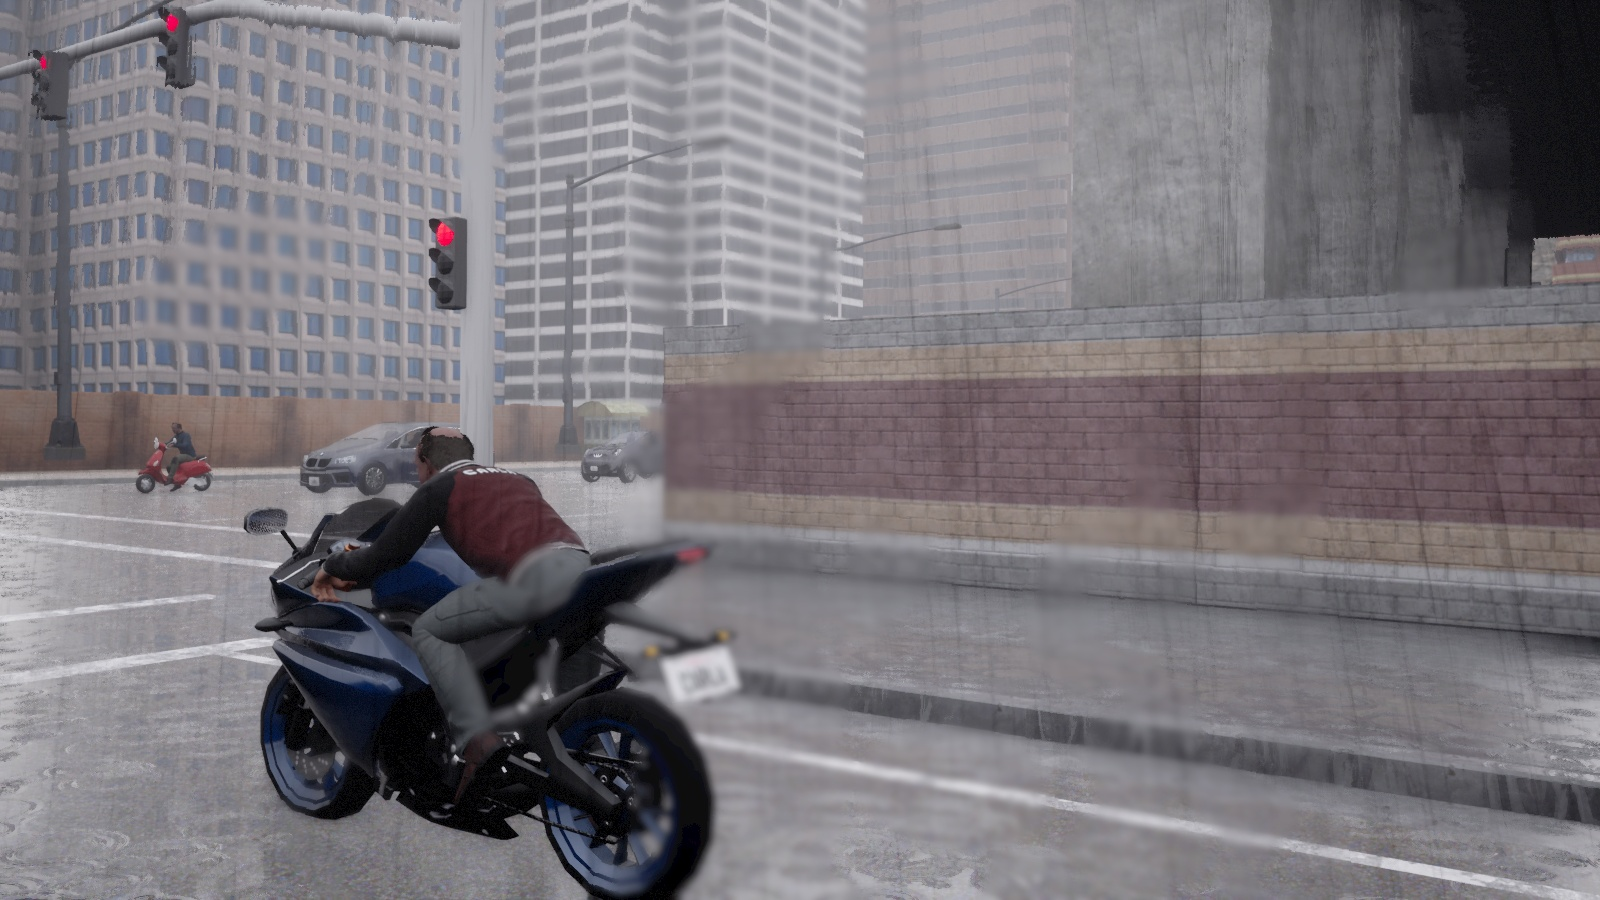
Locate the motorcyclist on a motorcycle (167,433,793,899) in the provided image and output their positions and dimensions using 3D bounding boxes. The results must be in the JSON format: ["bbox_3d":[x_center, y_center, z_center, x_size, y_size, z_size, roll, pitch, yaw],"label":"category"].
[{"bbox_3d":[-1.183,0.717,4.409,2.191,1.530,0.866,0,1,34],"label":"motorcyclist on a motorcycle"}]

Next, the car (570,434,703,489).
[{"bbox_3d":[-4.681,0.292,36.289,1.845,1.501,3.633,0,1,34],"label":"car"}]

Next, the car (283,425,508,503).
[{"bbox_3d":[-9.350,0.259,29.396,2.242,1.667,4.611,0,1,34],"label":"car"}]

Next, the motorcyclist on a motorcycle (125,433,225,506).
[{"bbox_3d":[-14.162,0.424,28.516,0.866,1.590,1.817,0,1,34],"label":"motorcyclist on a motorcycle"}]
